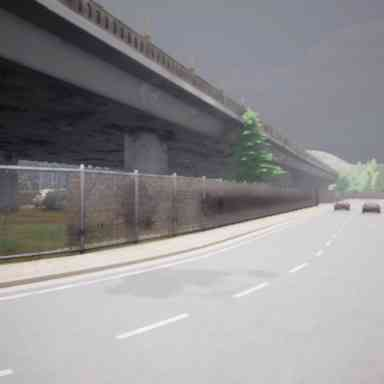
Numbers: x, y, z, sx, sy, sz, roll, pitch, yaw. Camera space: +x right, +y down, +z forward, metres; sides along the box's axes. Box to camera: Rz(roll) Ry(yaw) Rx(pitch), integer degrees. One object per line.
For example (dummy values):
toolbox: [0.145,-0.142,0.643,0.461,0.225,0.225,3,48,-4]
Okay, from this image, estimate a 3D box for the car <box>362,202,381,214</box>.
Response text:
car: [20.416,1.828,37.818,1.895,1.301,4.718,-1,-1,29]

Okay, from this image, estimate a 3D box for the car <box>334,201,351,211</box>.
car: [20.345,1.896,44.966,1.895,1.301,4.718,-1,-1,29]
